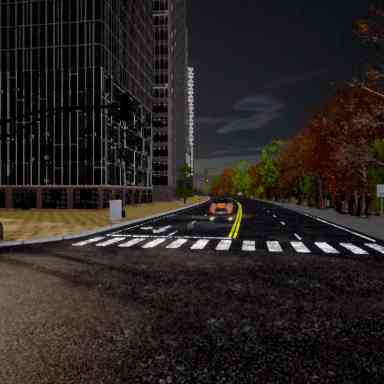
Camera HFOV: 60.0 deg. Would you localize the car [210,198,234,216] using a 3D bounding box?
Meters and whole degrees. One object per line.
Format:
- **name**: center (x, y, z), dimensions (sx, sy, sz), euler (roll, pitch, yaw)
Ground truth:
- **car**: center (2.970, 1.351, 32.408), dimensions (2.097, 1.767, 4.553), euler (0, 0, 9)
